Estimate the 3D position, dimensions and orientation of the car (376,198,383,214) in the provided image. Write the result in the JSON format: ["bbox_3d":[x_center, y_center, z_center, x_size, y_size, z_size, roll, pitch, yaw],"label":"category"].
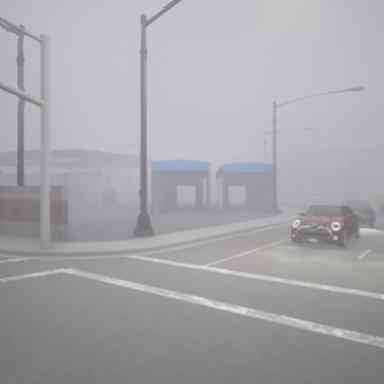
[{"bbox_3d":[18.697,1.536,30.516,1.895,1.301,4.718,0,0,16],"label":"car"}]

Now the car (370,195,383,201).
[{"bbox_3d":[27.244,1.232,49.381,2.097,1.767,4.553,0,0,-8],"label":"car"}]

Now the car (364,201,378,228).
[{"bbox_3d":[11.032,1.523,22.162,1.994,1.385,4.181,0,0,31],"label":"car"}]

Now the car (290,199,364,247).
[{"bbox_3d":[6.109,1.332,15.057,2.097,1.767,4.553,0,0,36],"label":"car"}]

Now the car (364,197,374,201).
[{"bbox_3d":[15.273,1.410,31.325,1.882,1.535,5.008,0,0,16],"label":"car"}]
